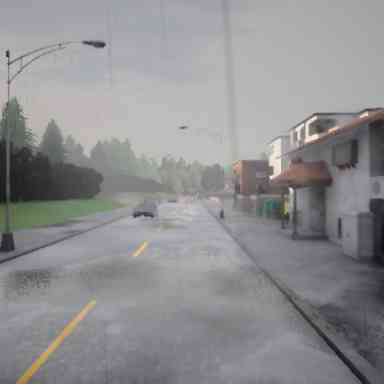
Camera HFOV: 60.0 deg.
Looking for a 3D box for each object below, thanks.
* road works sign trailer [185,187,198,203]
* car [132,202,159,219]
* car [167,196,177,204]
[{"bbox_3d":[-0.024,0.637,72.437,2.380,3.560,2.880,0,0,0],"label":"road works sign trailer"},{"bbox_3d":[-4.095,1.620,30.099,2.033,1.411,5.357,0,0,0],"label":"car"},{"bbox_3d":[-4.022,1.623,68.523,1.882,1.535,5.008,0,0,0],"label":"car"}]
